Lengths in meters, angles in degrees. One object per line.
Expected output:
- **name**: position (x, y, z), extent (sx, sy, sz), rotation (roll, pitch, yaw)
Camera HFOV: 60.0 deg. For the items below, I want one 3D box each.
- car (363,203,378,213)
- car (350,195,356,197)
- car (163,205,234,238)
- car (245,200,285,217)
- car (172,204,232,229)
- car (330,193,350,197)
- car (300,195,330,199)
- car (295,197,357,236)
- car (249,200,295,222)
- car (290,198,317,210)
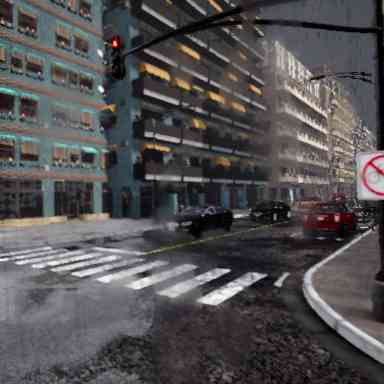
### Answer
- **car**: position (16.953, 1.230, 30.664), extent (1.947, 1.339, 4.313), rotation (-1, 0, 36)
- **car**: position (30.167, 1.194, 63.079), extent (2.008, 1.369, 4.403), rotation (-2, 0, 36)
- **car**: position (0.451, 1.481, 17.830), extent (2.128, 1.511, 4.902), rotation (-2, -1, 36)
- **car**: position (6.846, 1.499, 31.010), extent (2.008, 1.369, 4.403), rotation (-1, 0, 36)
- **car**: position (0.831, 1.576, 22.893), extent (1.887, 1.381, 4.507), rotation (-1, 0, 36)
- **car**: position (23.498, 1.043, 53.918), extent (2.192, 1.841, 5.009), rotation (-1, 0, 36)
- **car**: position (11.917, 1.186, 33.583), extent (2.097, 1.767, 4.553), rotation (-2, -1, 36)
- **car**: position (7.047, 1.236, 16.859), extent (1.967, 1.590, 4.097), rotation (-1, 0, 36)
- **car**: position (6.055, 1.418, 25.531), extent (1.837, 1.490, 4.892), rotation (-2, -1, 36)
- **car**: position (13.510, 1.424, 40.173), extent (1.947, 1.339, 4.313), rotation (-1, 0, 36)
